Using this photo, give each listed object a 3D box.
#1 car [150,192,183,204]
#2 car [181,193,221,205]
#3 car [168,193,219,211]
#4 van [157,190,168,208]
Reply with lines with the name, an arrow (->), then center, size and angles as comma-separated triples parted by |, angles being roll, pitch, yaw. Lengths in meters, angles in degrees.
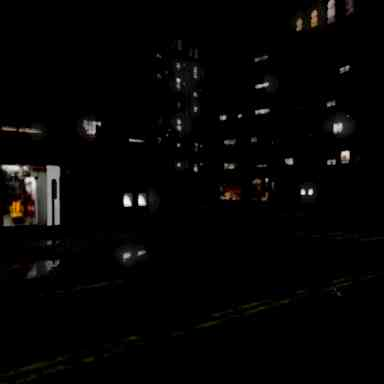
car -> -3.351, 0.745, 43.181 | 4.206, 1.307, 1.802 | 1, 0, 37
car -> 1.052, 0.810, 39.843 | 4.403, 1.369, 2.008 | 1, 0, 37
car -> 0.366, 0.968, 29.848 | 4.403, 1.369, 2.008 | 1, 0, 37
van -> -4.033, 0.662, 33.186 | 3.998, 1.788, 1.690 | 1, 0, 37
